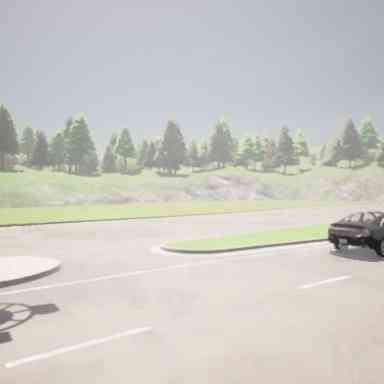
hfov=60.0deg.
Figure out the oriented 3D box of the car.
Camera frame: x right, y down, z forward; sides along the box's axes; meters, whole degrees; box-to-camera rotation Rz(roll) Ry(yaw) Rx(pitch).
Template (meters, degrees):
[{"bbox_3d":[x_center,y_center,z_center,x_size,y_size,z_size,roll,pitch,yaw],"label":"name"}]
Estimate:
[{"bbox_3d":[7.301,1.488,12.734,4.902,1.511,2.128,0,0,-31],"label":"car"}]
